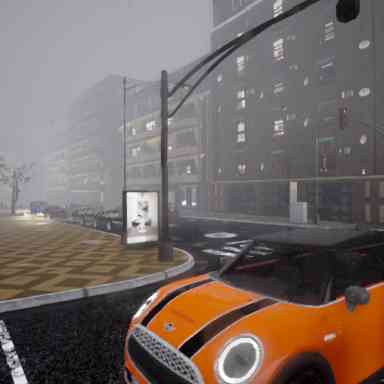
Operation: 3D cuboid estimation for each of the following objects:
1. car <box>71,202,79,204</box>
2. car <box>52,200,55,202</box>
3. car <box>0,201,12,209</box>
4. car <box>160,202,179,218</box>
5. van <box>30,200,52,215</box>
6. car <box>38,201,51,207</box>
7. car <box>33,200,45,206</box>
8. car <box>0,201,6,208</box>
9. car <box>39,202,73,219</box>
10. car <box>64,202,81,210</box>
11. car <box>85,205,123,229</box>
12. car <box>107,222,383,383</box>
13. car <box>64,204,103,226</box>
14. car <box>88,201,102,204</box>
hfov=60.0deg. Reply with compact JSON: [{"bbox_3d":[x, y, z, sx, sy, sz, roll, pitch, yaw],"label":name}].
[{"bbox_3d":[-18.063,2.287,50.579,1.994,1.385,4.181,-1,-1,-36],"label":"car"},{"bbox_3d":[-31.274,2.526,73.249,1.967,1.590,4.097,-2,0,-36],"label":"car"},{"bbox_3d":[-38.062,2.702,68.340,2.008,1.369,4.403,-2,0,-36],"label":"car"},{"bbox_3d":[-3.110,1.823,34.520,1.967,1.590,4.097,-2,0,-36],"label":"car"},{"bbox_3d":[-19.788,2.034,43.013,1.690,1.788,3.998,-2,0,-36],"label":"van"},{"bbox_3d":[-34.533,2.734,77.762,1.947,1.339,4.313,-2,0,-36],"label":"car"},{"bbox_3d":[-37.797,2.795,82.275,1.887,1.381,4.507,-2,0,-36],"label":"car"},{"bbox_3d":[-44.588,2.860,77.366,1.887,1.381,4.507,-2,0,-36],"label":"car"},{"bbox_3d":[-14.871,2.114,36.124,1.887,1.381,4.507,-2,0,-36],"label":"car"},{"bbox_3d":[-21.480,2.423,59.710,1.802,1.307,4.206,-2,0,-36],"label":"car"},{"bbox_3d":[-5.534,1.887,23.133,2.008,1.369,4.403,-2,0,-36],"label":"car"},{"bbox_3d":[1.446,1.351,4.406,4.553,1.767,2.097,0,0,-35],"label":"car"},{"bbox_3d":[-8.797,1.968,27.646,2.008,1.369,4.403,-2,0,-36],"label":"car"},{"bbox_3d":[-14.954,2.117,50.687,1.967,1.590,4.097,-2,0,-36],"label":"car"}]
